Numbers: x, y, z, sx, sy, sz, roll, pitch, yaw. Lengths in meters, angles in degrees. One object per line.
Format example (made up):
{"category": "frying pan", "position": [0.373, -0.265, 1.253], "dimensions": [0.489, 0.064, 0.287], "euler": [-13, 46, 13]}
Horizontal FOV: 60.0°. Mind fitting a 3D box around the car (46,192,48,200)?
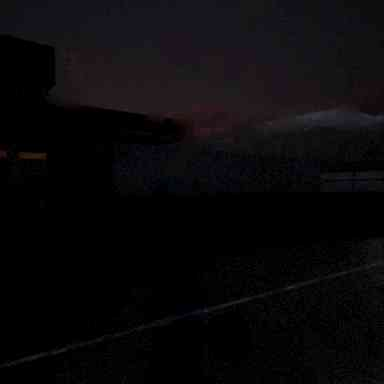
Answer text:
{"category": "car", "position": [-31.672, 0.927, 74.965], "dimensions": [1.905, 1.878, 3.866], "euler": [0, 0, -37]}
